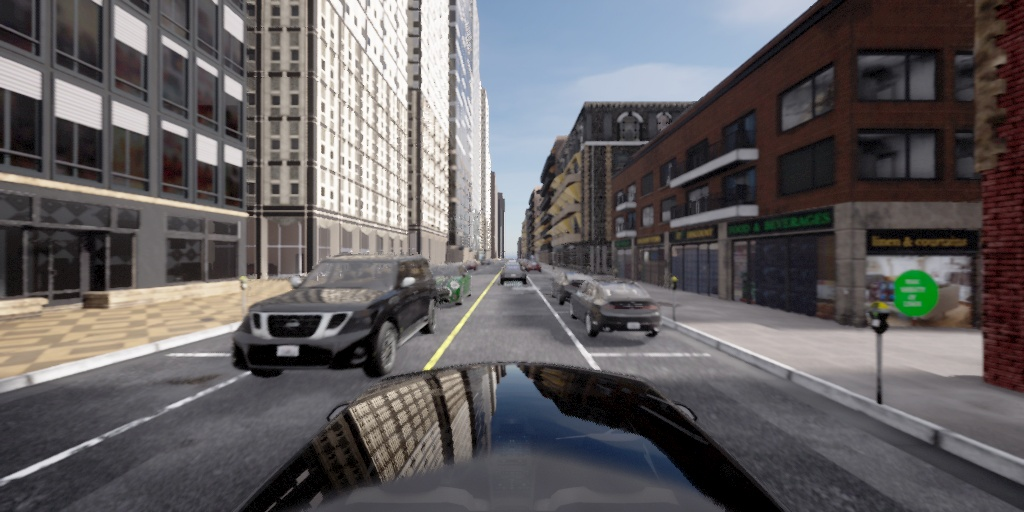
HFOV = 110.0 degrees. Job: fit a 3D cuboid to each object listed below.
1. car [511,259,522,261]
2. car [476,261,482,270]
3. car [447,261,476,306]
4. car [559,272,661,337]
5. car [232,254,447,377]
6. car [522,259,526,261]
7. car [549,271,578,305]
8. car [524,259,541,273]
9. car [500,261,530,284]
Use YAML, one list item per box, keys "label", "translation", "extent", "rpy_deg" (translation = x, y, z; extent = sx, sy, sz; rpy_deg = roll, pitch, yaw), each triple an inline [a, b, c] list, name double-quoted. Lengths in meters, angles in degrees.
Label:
- label: "car"
  translation: [0.091, 1.317, 48.226]
  extent: [1.812, 1.442, 4.674]
  rpy_deg: [0, 0, 0]
- label: "car"
  translation: [-5.697, 1.339, 49.648]
  extent: [1.888, 1.381, 4.507]
  rpy_deg: [0, 0, 0]
- label: "car"
  translation: [-3.001, 1.112, 15.791]
  extent: [2.097, 1.767, 4.553]
  rpy_deg: [0, 0, 0]
- label: "car"
  translation: [2.690, 1.306, 10.110]
  extent: [2.007, 1.370, 4.403]
  rpy_deg: [0, 0, 0]
- label: "car"
  translation: [-3.091, 0.976, 7.761]
  extent: [2.150, 2.045, 5.566]
  rpy_deg: [0, 0, 1]
- label: "car"
  translation: [2.684, 1.233, 49.649]
  extent: [1.967, 1.591, 4.097]
  rpy_deg: [0, 0, 0]
- label: "car"
  translation: [2.689, 1.310, 15.758]
  extent: [2.007, 1.370, 4.403]
  rpy_deg: [0, 0, 0]
- label: "car"
  translation: [2.685, 1.369, 44.001]
  extent: [1.802, 1.307, 4.207]
  rpy_deg: [0, 0, 0]
- label: "car"
  translation: [0.096, 1.334, 27.424]
  extent: [1.994, 1.385, 4.181]
  rpy_deg: [0, 0, 0]
